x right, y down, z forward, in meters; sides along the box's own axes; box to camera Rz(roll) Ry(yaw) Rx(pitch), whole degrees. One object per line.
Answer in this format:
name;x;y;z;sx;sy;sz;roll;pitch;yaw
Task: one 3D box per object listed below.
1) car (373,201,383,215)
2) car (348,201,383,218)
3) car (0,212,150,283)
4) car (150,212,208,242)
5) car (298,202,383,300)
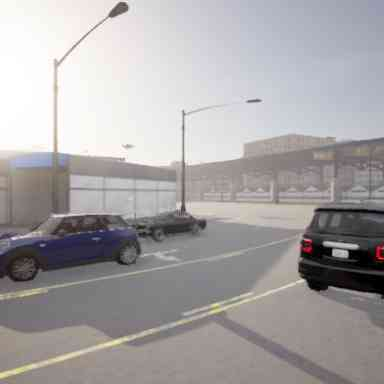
car;21.317;1.731;35.371;1.837;1.490;4.892;0;0;7
car;17.625;1.712;33.630;2.128;1.511;4.902;0;0;10
car;-3.872;1.441;10.153;4.553;1.767;2.097;0;-1;-41
car;-1.276;1.740;17.619;1.895;1.301;4.718;0;-1;39
car;4.711;1.276;8.268;2.150;2.045;5.566;0;0;44
